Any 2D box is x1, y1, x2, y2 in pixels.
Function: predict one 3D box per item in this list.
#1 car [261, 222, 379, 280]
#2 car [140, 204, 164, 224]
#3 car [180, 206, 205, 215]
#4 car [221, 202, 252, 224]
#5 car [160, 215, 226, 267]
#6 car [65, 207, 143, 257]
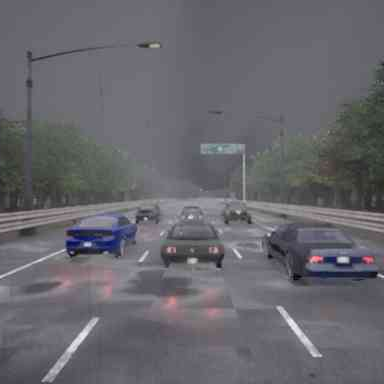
[{"bbox_3d":[3.521,1.646,10.221,2.033,1.411,5.357,0,-1,0],"label":"car"},{"bbox_3d":[-3.456,1.778,27.413,1.837,1.490,4.892,0,0,1],"label":"car"},{"bbox_3d":[0.019,1.797,25.250,2.033,1.411,5.357,0,-1,1],"label":"car"},{"bbox_3d":[3.543,1.622,27.301,2.097,1.767,4.553,0,-1,1],"label":"car"},{"bbox_3d":[0.038,1.714,11.771,1.895,1.301,4.718,0,-1,1],"label":"car"},{"bbox_3d":[-3.448,1.609,13.540,1.882,1.535,5.008,0,0,0],"label":"car"}]
